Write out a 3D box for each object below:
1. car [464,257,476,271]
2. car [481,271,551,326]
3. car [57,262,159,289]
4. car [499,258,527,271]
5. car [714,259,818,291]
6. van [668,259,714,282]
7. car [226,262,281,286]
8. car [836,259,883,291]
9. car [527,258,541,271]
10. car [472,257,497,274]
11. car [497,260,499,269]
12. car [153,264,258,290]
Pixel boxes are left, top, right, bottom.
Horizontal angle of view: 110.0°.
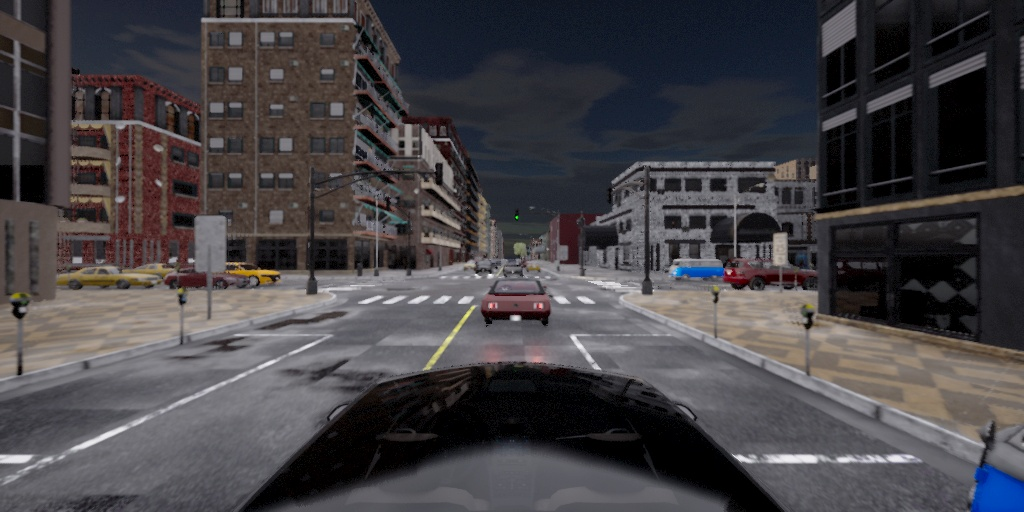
[{"bbox_3d":[-5.714,1.255,49.962,1.751,1.417,4.829,0,0,0],"label":"car"},{"bbox_3d":[0.216,1.342,11.657,1.895,1.301,4.718,0,0,3],"label":"car"},{"bbox_3d":[-22.969,1.189,20.593,4.829,1.417,1.751,0,0,0],"label":"car"},{"bbox_3d":[0.085,1.225,34.987,2.128,1.511,4.902,0,0,0],"label":"car"},{"bbox_3d":[14.911,1.083,20.703,5.009,1.841,2.192,0,0,0],"label":"car"},{"bbox_3d":[14.884,1.140,29.083,3.998,1.789,1.690,0,0,0],"label":"van"},{"bbox_3d":[-17.687,1.162,23.198,5.008,1.535,1.882,1,0,0],"label":"car"},{"bbox_3d":[20.435,1.102,20.719,5.009,1.841,2.192,0,0,0],"label":"car"},{"bbox_3d":[2.670,1.255,44.768,1.751,1.417,4.829,0,0,0],"label":"car"},{"bbox_3d":[-3.114,1.231,41.092,1.837,1.490,4.892,0,1,0],"label":"car"},{"bbox_3d":[-3.086,1.277,55.309,2.033,1.411,5.357,0,0,0],"label":"car"},{"bbox_3d":[-17.476,1.257,20.609,4.207,1.307,1.802,0,0,0],"label":"car"}]
